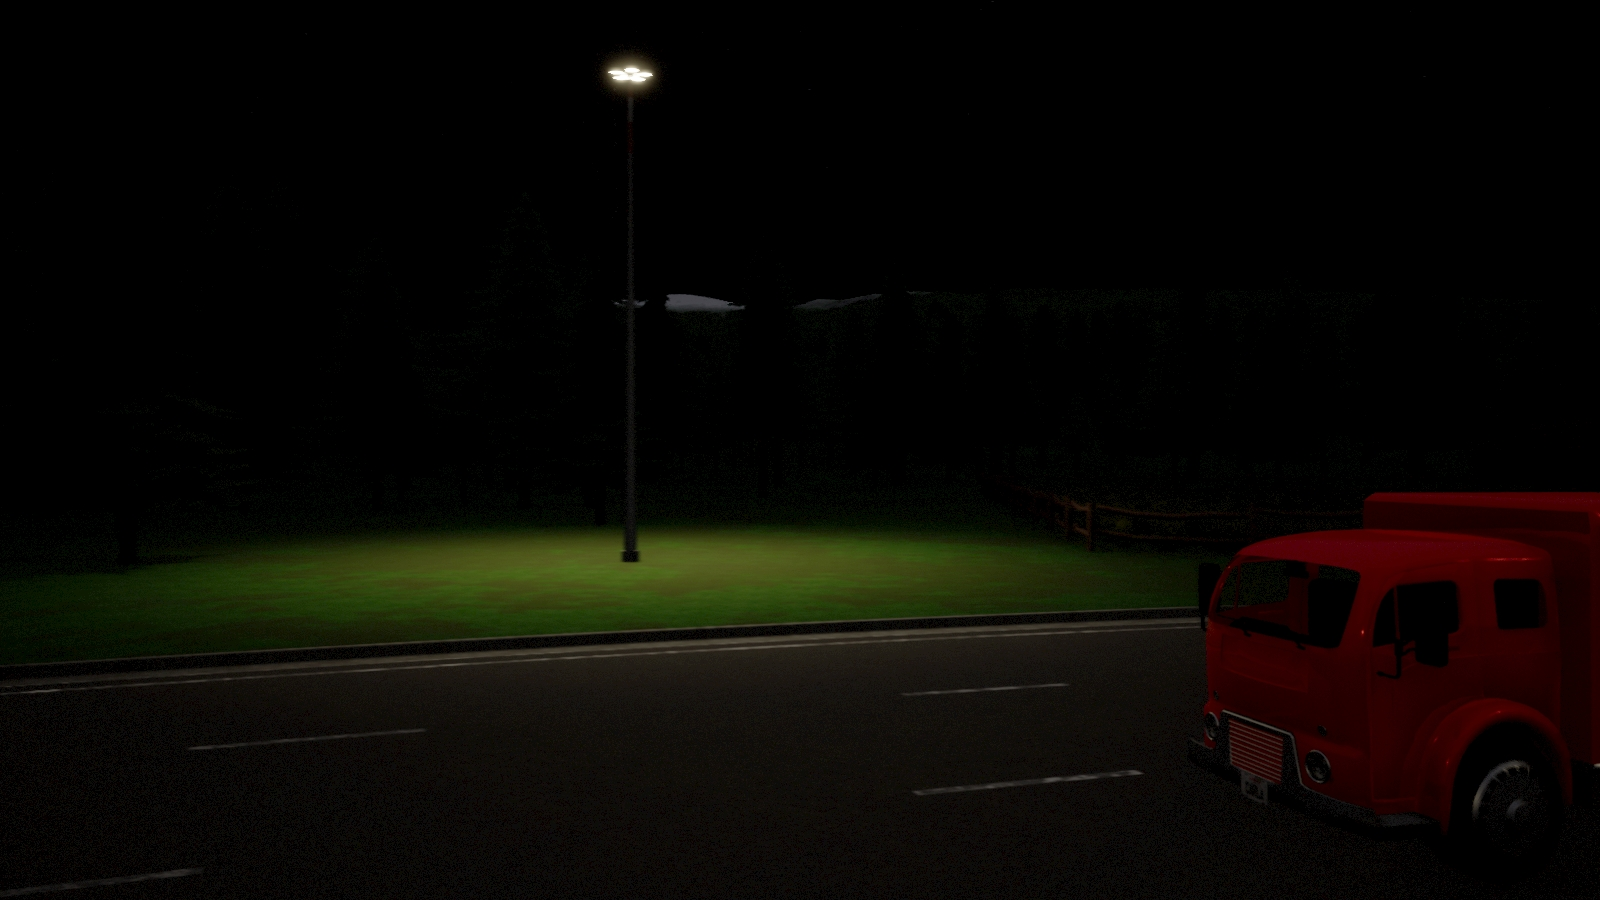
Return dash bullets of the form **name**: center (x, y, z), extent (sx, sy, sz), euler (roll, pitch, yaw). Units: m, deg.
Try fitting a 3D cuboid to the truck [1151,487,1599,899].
- **truck**: center (5.723, 1.566, 8.735), extent (5.204, 2.467, 2.627), euler (0, 0, -15)
